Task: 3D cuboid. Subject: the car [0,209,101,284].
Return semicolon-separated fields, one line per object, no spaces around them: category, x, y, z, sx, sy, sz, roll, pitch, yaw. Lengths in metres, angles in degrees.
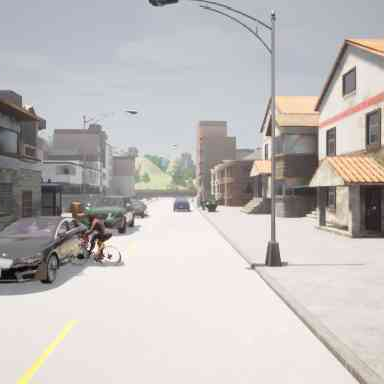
car;-4.381;1.488;9.642;2.128;1.511;4.902;0;0;-2

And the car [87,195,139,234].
car;-4.718;1.221;19.528;2.150;2.045;5.566;0;0;-2

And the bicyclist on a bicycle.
bicyclist on a bicycle;-2.969;1.493;10.168;1.656;1.620;0.582;4;0;-3

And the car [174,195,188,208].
car;-1.614;1.352;49.695;2.097;1.767;4.553;0;0;-1

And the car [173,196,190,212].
car;-1.225;1.477;39.259;1.882;1.535;5.008;0;0;-2

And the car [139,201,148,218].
car;-5.047;1.526;29.863;1.812;1.442;4.674;0;0;-2
